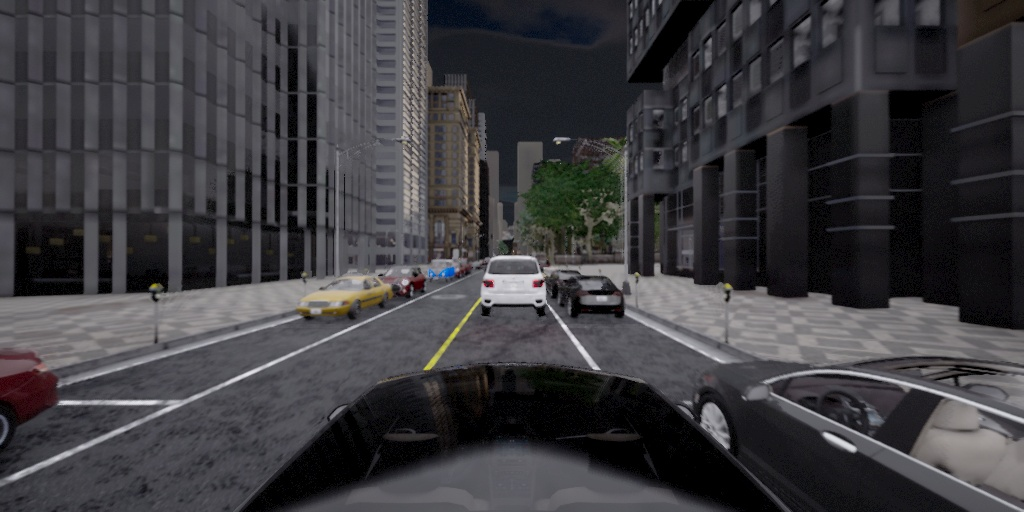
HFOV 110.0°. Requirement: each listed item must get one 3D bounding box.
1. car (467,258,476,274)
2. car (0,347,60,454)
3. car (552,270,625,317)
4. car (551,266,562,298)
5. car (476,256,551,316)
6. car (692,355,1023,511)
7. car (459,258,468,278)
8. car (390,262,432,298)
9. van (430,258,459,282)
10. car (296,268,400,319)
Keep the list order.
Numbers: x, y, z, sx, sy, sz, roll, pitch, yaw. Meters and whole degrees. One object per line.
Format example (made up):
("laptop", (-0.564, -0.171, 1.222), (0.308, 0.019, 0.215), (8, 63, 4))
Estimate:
("car", (-5.763, 1.194, 40.552), (2.192, 1.841, 5.009), (0, 0, 0))
("car", (-5.763, 1.334, 2.138), (1.802, 1.307, 4.207), (0, 0, 0))
("car", (2.763, 1.354, 13.104), (1.948, 1.339, 4.313), (0, 0, 0))
("car", (2.762, 1.372, 18.591), (1.948, 1.339, 4.313), (0, 0, 0))
("car", (0.064, 1.014, 13.807), (2.150, 2.045, 5.566), (0, 0, 0))
("car", (2.763, 1.302, 2.131), (2.007, 1.370, 4.403), (0, 0, 0))
("car", (-5.763, 1.301, 35.065), (1.967, 1.591, 4.097), (0, 0, 0))
("car", (-5.763, 1.247, 18.602), (1.967, 1.591, 4.097), (0, 0, 0))
("van", (-5.763, 1.184, 29.577), (1.690, 1.789, 3.998), (0, 0, 0))
("car", (-5.763, 1.314, 12.944), (1.751, 1.417, 4.829), (0, 0, 0))
